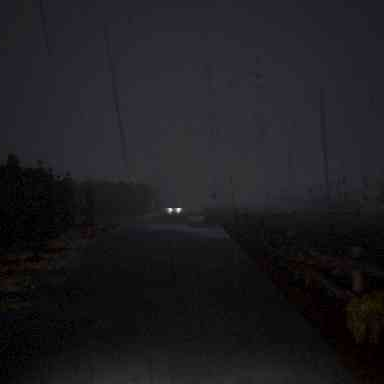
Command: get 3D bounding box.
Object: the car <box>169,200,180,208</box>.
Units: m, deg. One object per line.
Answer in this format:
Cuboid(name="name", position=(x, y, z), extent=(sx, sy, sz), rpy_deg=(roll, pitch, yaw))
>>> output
Cuboid(name="car", position=(-3.099, 2.119, 59.152), extent=(1.895, 1.301, 4.718), rpy_deg=(0, -1, 0))
